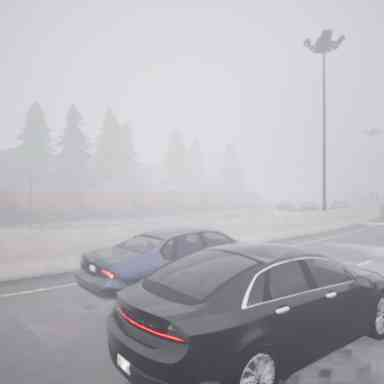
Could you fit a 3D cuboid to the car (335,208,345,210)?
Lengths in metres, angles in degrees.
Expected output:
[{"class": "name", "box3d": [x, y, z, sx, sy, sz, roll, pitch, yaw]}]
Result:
[{"class": "car", "box3d": [17.335, 1.678, 38.682, 2.128, 1.511, 4.902, 0, 0, 31]}]

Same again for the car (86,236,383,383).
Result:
[{"class": "car", "box3d": [1.213, 1.530, 4.919, 4.892, 1.490, 1.837, 0, 0, -38]}]

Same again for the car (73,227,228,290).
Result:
[{"class": "car", "box3d": [-0.049, 1.590, 8.271, 5.357, 1.411, 2.033, 0, 0, -39]}]
